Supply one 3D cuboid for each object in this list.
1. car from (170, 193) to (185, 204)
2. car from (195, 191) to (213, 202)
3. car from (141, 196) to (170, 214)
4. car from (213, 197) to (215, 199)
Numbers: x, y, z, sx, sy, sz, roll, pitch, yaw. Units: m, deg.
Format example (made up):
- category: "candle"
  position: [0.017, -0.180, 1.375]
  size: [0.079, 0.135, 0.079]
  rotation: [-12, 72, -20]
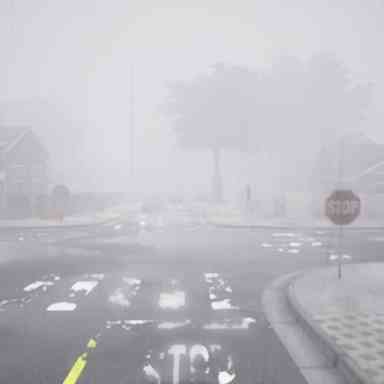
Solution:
- category: "car"
  position: [-2.168, 0.954, 49.024]
  size: [1.882, 1.535, 5.008]
  rotation: [0, 1, 7]
- category: "car"
  position: [1.811, 0.760, 57.370]
  size: [2.097, 1.767, 4.553]
  rotation: [1, 1, 10]
- category: "car"
  position: [-3.501, 1.158, 30.988]
  size: [1.837, 1.490, 4.892]
  rotation: [0, 1, 2]
- category: "car"
  position: [3.654, 0.648, 67.115]
  size: [2.097, 1.767, 4.553]
  rotation: [1, 1, 13]
